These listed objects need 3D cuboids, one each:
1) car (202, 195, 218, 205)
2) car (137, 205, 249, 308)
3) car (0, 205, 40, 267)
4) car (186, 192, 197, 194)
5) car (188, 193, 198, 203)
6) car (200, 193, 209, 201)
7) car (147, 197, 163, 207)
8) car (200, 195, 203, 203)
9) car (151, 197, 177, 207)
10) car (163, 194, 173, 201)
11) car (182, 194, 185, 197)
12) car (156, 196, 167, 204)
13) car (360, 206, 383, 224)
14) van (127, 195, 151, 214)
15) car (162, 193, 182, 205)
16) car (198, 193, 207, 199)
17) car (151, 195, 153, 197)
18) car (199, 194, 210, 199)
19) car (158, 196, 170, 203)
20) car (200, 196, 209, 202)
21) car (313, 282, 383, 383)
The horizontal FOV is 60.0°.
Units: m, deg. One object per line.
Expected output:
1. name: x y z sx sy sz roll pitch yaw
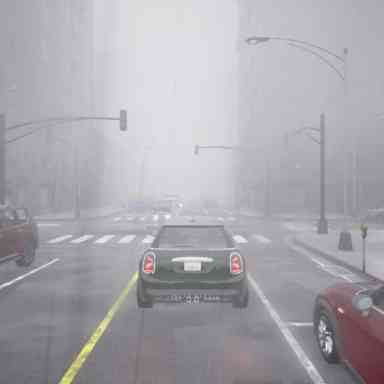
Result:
1. car: 2.735 1.519 46.979 1.752 1.417 4.829 0 0 0
2. car: 0.021 1.352 8.076 2.097 1.767 4.553 0 0 0
3. car: -5.846 1.314 8.658 2.192 1.841 5.009 0 0 0
4. car: 0.110 1.360 76.595 1.812 1.442 4.674 0 0 0
5. car: 0.150 1.514 66.629 1.812 1.442 4.674 0 0 0
6. car: 3.125 1.208 86.603 2.150 2.045 5.566 0 0 0
7. car: -5.783 1.536 52.394 1.887 1.381 4.507 0 0 0
8. car: 2.743 1.543 52.404 2.008 1.369 4.403 0 0 0
9. car: -3.050 1.543 36.060 2.033 1.411 5.357 0 0 0
10. car: -5.742 1.300 80.372 2.192 1.841 5.009 0 0 0
11. car: -2.938 1.589 65.167 1.895 1.301 4.718 0 0 1
12. car: -5.767 1.514 63.415 1.752 1.417 4.829 0 0 0
13. car: 14.564 1.515 23.755 4.674 1.442 1.812 0 0 1
14. van: -5.807 1.336 35.606 1.690 1.788 3.998 0 0 0
15. car: -3.025 1.211 48.626 2.150 2.045 5.566 0 0 0
16. car: 2.759 1.304 63.592 2.192 1.841 5.009 0 0 0
17. car: -5.799 1.309 41.202 2.192 1.841 5.009 0 0 0
18. car: 2.751 1.556 57.998 1.947 1.339 4.313 0 0 0
19. car: -5.758 1.538 69.181 2.008 1.369 4.403 0 0 0
20. car: 2.776 1.568 74.781 1.802 1.307 4.206 0 0 0
21. car: 2.672 1.440 3.148 1.967 1.590 4.097 0 0 0
